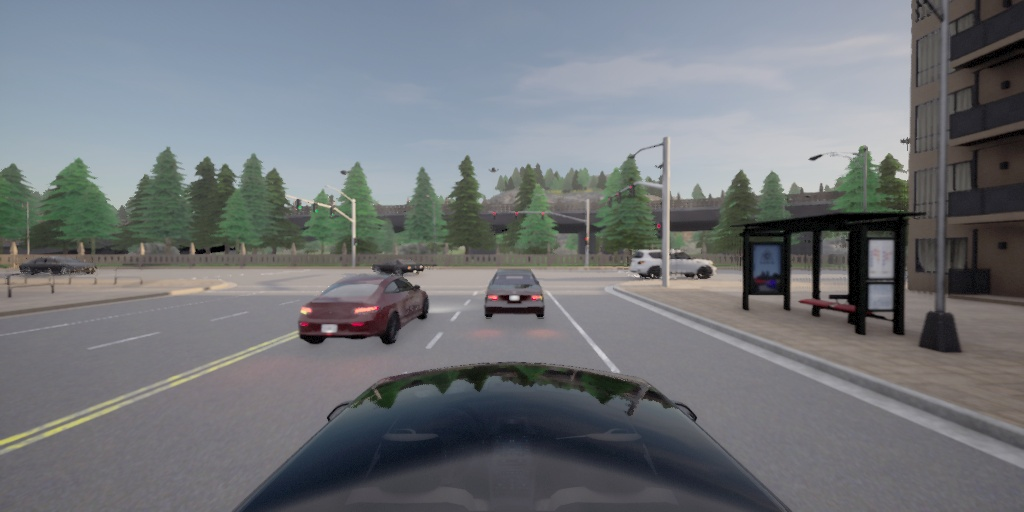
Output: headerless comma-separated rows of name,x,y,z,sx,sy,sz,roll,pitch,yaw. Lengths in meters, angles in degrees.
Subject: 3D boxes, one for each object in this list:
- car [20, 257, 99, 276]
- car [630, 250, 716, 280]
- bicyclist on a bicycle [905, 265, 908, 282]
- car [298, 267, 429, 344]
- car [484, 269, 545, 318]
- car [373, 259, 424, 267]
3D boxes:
car,-36.721,0.824,29.137,4.892,1.490,1.837,0,1,0
car,11.215,0.594,25.196,5.566,2.045,2.150,0,0,0
bicyclist on a bicycle,22.786,0.743,20.122,0.582,1.620,1.656,0,0,1
car,-3.439,1.175,9.090,1.812,1.442,4.674,0,1,0
car,0.078,1.153,12.234,2.033,1.411,5.357,0,1,0
car,-9.625,0.919,30.097,4.718,1.301,1.895,1,1,35
